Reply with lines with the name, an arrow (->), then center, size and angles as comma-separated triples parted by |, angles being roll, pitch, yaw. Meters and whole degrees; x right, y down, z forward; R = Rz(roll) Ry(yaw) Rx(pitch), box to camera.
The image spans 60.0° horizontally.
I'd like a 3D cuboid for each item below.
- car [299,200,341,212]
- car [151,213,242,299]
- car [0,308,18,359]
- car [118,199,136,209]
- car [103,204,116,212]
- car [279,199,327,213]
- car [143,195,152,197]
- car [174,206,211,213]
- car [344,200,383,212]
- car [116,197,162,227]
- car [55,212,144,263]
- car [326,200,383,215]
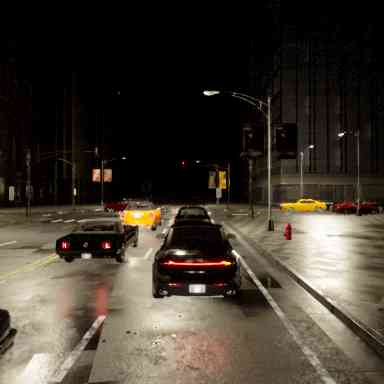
car -> 15.244, 1.663, 39.860 | 4.313, 1.339, 1.947 | 0, 0, -1
car -> 0.110, 1.512, 8.462 | 1.837, 1.490, 4.892 | 0, 0, 0
car -> -3.155, 1.548, 1.804 | 2.033, 1.411, 5.357 | 0, 0, 0
car -> -9.769, 1.746, 50.475 | 1.812, 1.442, 4.674 | 0, 0, 0
car -> -7.204, 1.603, 36.695 | 5.008, 1.535, 1.882 | 0, -1, -1
car -> 12.278, 1.552, 37.065 | 5.008, 1.535, 1.882 | 0, -1, -1
car -> -9.645, 1.603, 71.837 | 2.150, 2.045, 5.566 | 0, 0, 0
car -> 0.026, 1.510, 17.954 | 1.882, 1.535, 5.008 | 0, 0, 0
car -> 20.884, 1.644, 39.940 | 4.313, 1.339, 1.947 | 0, 0, -1
car -> -3.118, 1.396, 21.065 | 2.097, 1.767, 4.553 | 0, 0, 0
car -> -3.131, 1.615, 12.071 | 1.895, 1.301, 4.718 | 0, 0, 0
car -> 15.361, 1.577, 31.336 | 4.206, 1.307, 1.802 | 0, 0, -1
